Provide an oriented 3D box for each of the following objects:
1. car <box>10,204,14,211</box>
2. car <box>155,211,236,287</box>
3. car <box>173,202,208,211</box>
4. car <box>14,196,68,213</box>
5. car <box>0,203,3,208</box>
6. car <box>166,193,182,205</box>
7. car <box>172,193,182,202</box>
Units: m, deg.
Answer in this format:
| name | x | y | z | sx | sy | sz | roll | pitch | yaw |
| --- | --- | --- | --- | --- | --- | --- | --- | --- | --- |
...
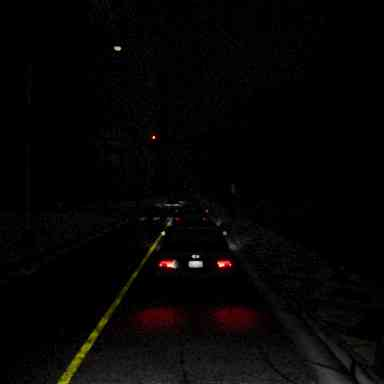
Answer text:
| name | x | y | z | sx | sy | sz | roll | pitch | yaw |
| --- | --- | --- | --- | --- | --- | --- | --- | --- | --- |
| car | -19.114 | 1.524 | 39.266 | 4.313 | 1.339 | 1.947 | 0 | -1 | 0 |
| car | 0.062 | 1.502 | 9.282 | 2.033 | 1.411 | 5.357 | 0 | 0 | 0 |
| car | -0.018 | 1.477 | 18.587 | 1.994 | 1.385 | 4.181 | 0 | 0 | 1 |
| car | -13.626 | 1.214 | 30.769 | 4.097 | 1.590 | 1.967 | 0 | -1 | -1 |
| car | -24.600 | 1.543 | 39.244 | 4.206 | 1.307 | 1.802 | 0 | -1 | 0 |
| car | -3.229 | 1.364 | 56.008 | 2.033 | 1.411 | 5.357 | 0 | 0 | 0 |
| car | -3.192 | 1.157 | 71.728 | 2.097 | 1.767 | 4.553 | 0 | 0 | 0 |
